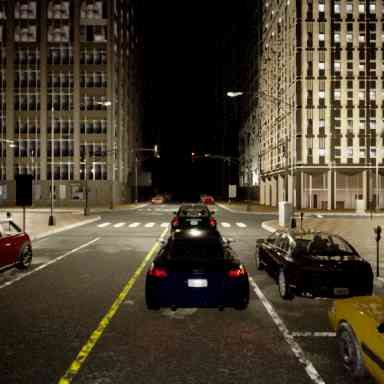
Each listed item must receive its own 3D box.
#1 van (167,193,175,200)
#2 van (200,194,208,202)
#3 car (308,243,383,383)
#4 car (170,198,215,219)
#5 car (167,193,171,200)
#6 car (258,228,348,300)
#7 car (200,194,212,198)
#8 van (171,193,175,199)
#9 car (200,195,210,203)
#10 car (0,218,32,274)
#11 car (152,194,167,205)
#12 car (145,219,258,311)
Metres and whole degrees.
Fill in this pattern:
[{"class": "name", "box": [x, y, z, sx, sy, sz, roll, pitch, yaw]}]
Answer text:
[{"class": "van", "box": [-5.755, 1.205, 91.533, 1.690, 1.788, 3.998, 0, 0, 0]}, {"class": "van", "box": [2.637, 1.250, 74.479, 1.690, 1.788, 3.998, 0, 0, 0]}, {"class": "car", "box": [2.689, 1.525, 2.668, 1.752, 1.417, 4.829, 0, 0, 0]}, {"class": "car", "box": [0.086, 1.346, 16.454, 2.097, 1.767, 4.553, 0, 0, 0]}, {"class": "car", "box": [-5.764, 1.251, 63.106, 2.192, 1.841, 5.009, 0, 0, 0]}, {"class": "car", "box": [2.685, 1.549, 8.165, 2.008, 1.369, 4.403, 0, 0, 0]}, {"class": "car", "box": [2.745, 1.388, 57.426, 1.967, 1.590, 4.097, 0, 0, 0]}, {"class": "van", "box": [-5.747, 1.236, 80.161, 1.690, 1.788, 3.998, 0, 0, 0]}, {"class": "car", "box": [2.641, 1.363, 68.794, 1.967, 1.590, 4.097, 0, 0, 0]}, {"class": "car", "box": [-5.695, 1.439, 8.158, 1.967, 1.590, 4.097, 0, 0, 0]}, {"class": "car", "box": [-5.826, 1.388, 57.421, 1.967, 1.590, 4.097, 0, 0, 0]}, {"class": "car", "box": [0.096, 1.563, 7.821, 1.994, 1.385, 4.181, 0, 0, 0]}]
